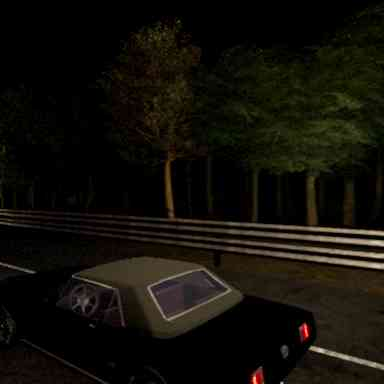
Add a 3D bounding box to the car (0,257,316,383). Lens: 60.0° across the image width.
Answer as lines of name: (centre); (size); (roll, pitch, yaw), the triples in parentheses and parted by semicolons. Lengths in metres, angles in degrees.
car: (-0.961, 1.604, 4.577); (4.718, 1.301, 1.895); (0, 0, 36)
